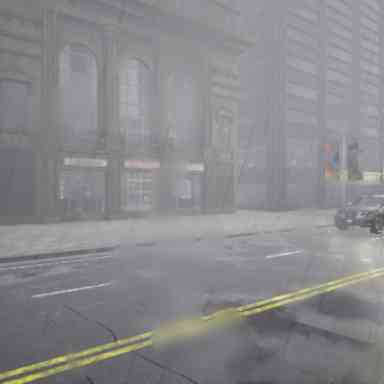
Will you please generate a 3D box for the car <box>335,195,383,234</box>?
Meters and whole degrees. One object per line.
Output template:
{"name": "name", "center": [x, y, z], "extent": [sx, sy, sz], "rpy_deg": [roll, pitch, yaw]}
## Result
{"name": "car", "center": [10.580, 1.191, 19.208], "extent": [5.566, 2.045, 2.150], "rpy_deg": [0, 0, -35]}
